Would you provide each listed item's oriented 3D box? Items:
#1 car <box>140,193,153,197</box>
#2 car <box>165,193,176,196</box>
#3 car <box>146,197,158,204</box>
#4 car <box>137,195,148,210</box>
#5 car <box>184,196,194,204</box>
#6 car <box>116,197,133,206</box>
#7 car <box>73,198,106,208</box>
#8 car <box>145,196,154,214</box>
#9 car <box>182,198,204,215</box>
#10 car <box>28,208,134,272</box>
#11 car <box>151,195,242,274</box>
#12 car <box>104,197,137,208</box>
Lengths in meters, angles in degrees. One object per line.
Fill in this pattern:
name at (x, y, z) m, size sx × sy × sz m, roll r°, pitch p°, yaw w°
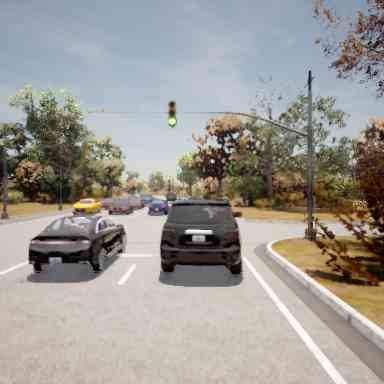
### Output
car at (-7.261, 1.172, 52.296) m, size 2.150 × 2.045 × 5.566 m, roll 0°, pitch 0°, yaw -1°
car at (-4.041, 1.159, 63.969) m, size 2.150 × 2.045 × 5.566 m, roll 0°, pitch 0°, yaw -2°
car at (-7.509, 1.539, 62.811) m, size 1.895 × 1.301 × 4.718 m, roll 0°, pitch 0°, yaw -2°
car at (-7.166, 1.484, 42.340) m, size 1.812 × 1.442 × 4.674 m, roll 0°, pitch 0°, yaw -1°
car at (-0.555, 1.463, 64.413) m, size 1.812 × 1.442 × 4.674 m, roll 0°, pitch 0°, yaw -2°
car at (-10.768, 1.511, 53.243) m, size 1.994 × 1.385 × 4.181 m, roll 0°, pitch 0°, yaw -1°
car at (-10.624, 1.444, 33.937) m, size 1.882 × 1.535 × 5.008 m, roll 0°, pitch 0°, yaw -2°
car at (-3.422, 1.491, 34.656) m, size 1.812 × 1.442 × 4.674 m, roll 0°, pitch 0°, yaw 0°
car at (0.077, 1.457, 34.963) m, size 2.128 × 1.511 × 4.902 m, roll 0°, pitch 0°, yaw 0°
car at (-3.400, 1.481, 10.706) m, size 2.128 × 1.511 × 4.902 m, roll 0°, pitch 0°, yaw 0°
car at (0.430, 1.211, 10.691) m, size 2.150 × 2.045 × 5.566 m, roll 0°, pitch 0°, yaw 6°
car at (-7.092, 1.531, 33.585) m, size 1.994 × 1.385 × 4.181 m, roll 0°, pitch 0°, yaw -1°
